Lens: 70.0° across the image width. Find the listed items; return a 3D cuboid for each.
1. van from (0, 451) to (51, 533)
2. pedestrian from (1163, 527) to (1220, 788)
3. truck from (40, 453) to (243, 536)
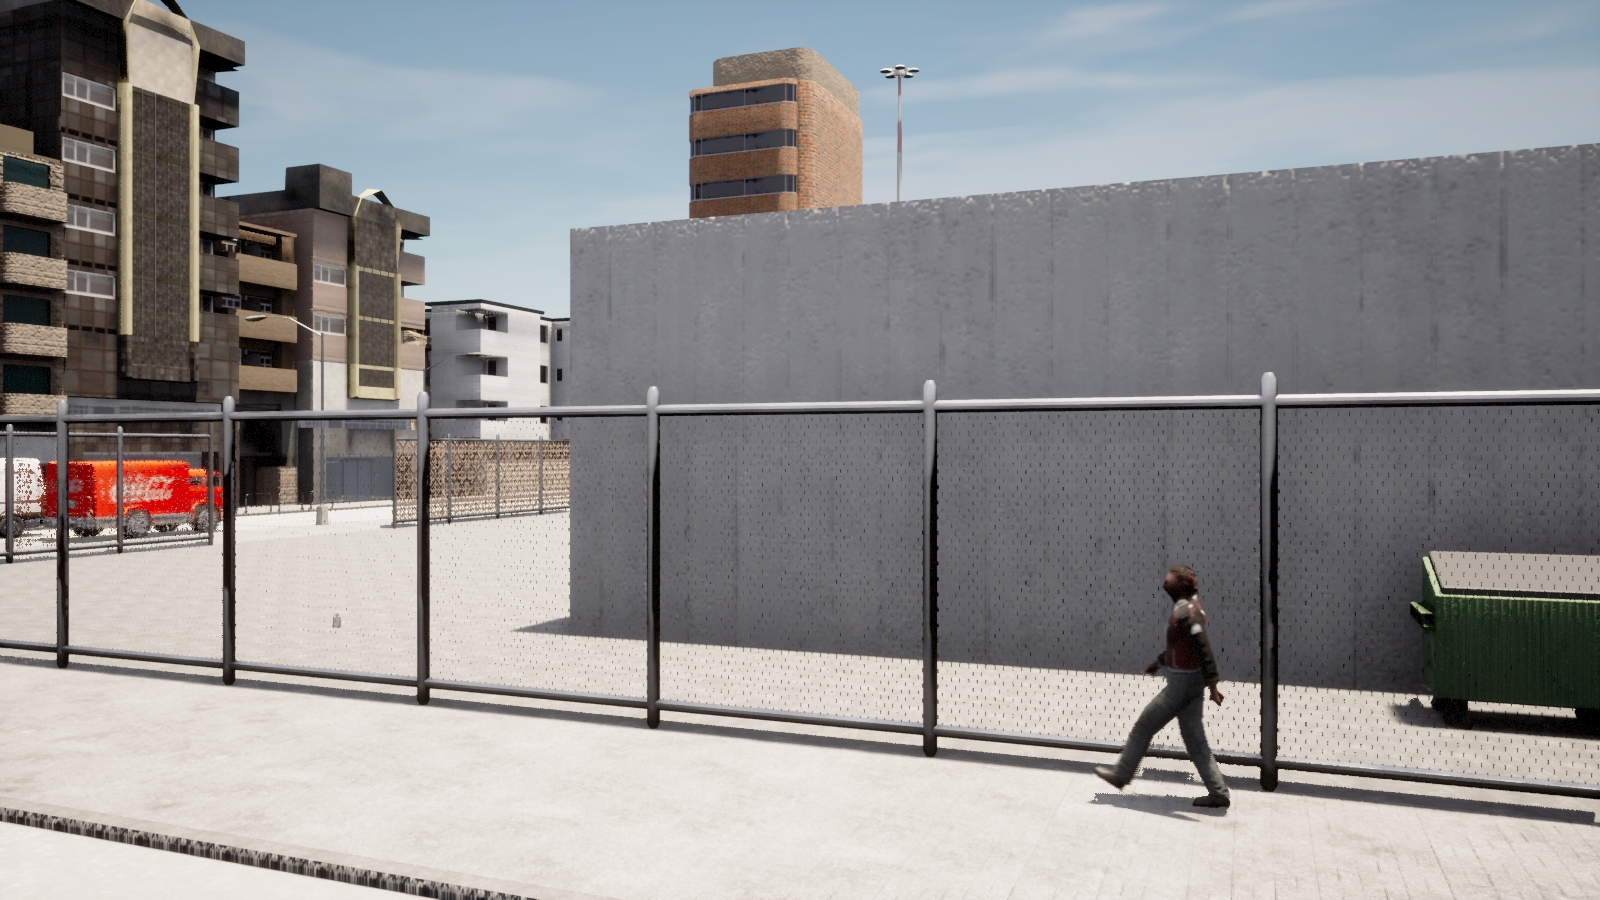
[{"bbox_3d":[-26.517,1.314,35.024,1.988,2.561,5.915,0,0,21],"label":"van"},{"bbox_3d":[2.931,1.524,8.547,0.375,1.860,0.375,0,0,23],"label":"pedestrian"},{"bbox_3d":[-21.354,1.348,37.336,2.627,2.467,5.204,0,0,23],"label":"truck"}]
